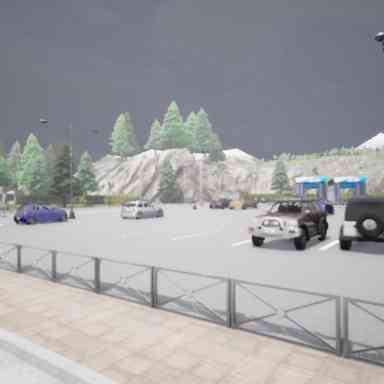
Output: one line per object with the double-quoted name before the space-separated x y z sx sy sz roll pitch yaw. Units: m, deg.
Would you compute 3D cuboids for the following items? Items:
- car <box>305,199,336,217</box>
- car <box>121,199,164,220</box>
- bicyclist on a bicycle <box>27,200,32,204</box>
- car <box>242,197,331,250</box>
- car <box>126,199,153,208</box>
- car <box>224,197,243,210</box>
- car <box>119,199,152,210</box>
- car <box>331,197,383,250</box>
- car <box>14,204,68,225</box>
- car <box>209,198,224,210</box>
"car" 11.914 1.412 30.752 1.845 1.501 3.633 -1 0 35
"car" -4.232 1.590 28.774 1.970 1.475 3.806 -1 0 35
"bicyclist on a bicycle" -16.585 1.630 34.015 1.656 1.620 0.582 -1 -1 35
"car" 4.072 1.155 13.558 1.932 1.855 4.605 -1 0 35
"car" -9.064 1.929 57.662 1.812 1.442 4.674 -1 -1 35
"car" 6.732 1.535 43.880 2.152 1.636 5.027 -1 0 35
"car" -8.764 1.860 51.975 2.128 1.511 4.902 -1 0 35
"car" 6.677 1.107 12.206 1.905 1.878 3.866 -1 0 35
"car" -10.970 1.607 24.466 1.845 1.501 3.633 -1 0 35
"car" 4.149 1.574 45.660 2.007 1.523 4.514 -1 0 35
